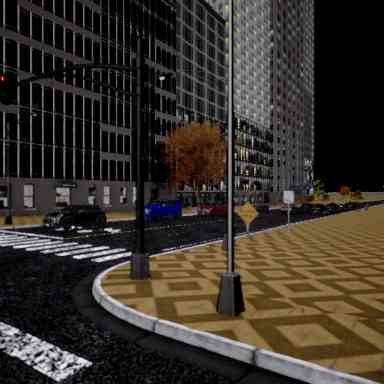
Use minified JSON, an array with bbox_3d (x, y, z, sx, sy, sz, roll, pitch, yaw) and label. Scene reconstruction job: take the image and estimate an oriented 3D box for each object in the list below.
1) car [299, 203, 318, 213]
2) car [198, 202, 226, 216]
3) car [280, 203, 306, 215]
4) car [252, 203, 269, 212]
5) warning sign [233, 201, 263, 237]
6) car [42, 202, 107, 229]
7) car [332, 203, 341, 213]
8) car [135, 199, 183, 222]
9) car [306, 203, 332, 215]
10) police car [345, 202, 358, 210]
[{"bbox_3d":[19.171,2.538,54.725,1.837,1.490,4.892,0,-1,33],"label":"car"},{"bbox_3d":[2.572,2.018,41.149,2.097,1.767,4.553,0,-1,33],"label":"car"},{"bbox_3d":[13.854,2.406,46.388,2.033,1.411,5.357,0,-1,33],"label":"car"},{"bbox_3d":[10.784,2.481,53.718,2.033,1.411,5.357,0,-1,33],"label":"car"},{"bbox_3d":[3.127,1.457,18.553,1.300,1.860,1.060,1,1,33],"label":"warning sign"},{"bbox_3d":[-8.428,1.654,24.099,2.097,1.767,4.553,0,-1,33],"label":"car"},{"bbox_3d":[23.125,2.578,54.687,1.837,1.490,4.892,0,-1,33],"label":"car"},{"bbox_3d":[-3.107,1.701,32.351,2.150,2.045,5.566,0,-1,33],"label":"car"},{"bbox_3d":[17.724,2.402,46.298,1.837,1.490,4.892,0,-1,33],"label":"car"},{"bbox_3d":[31.544,2.742,65.818,1.930,1.638,5.238,0,-1,33],"label":"police car"}]
